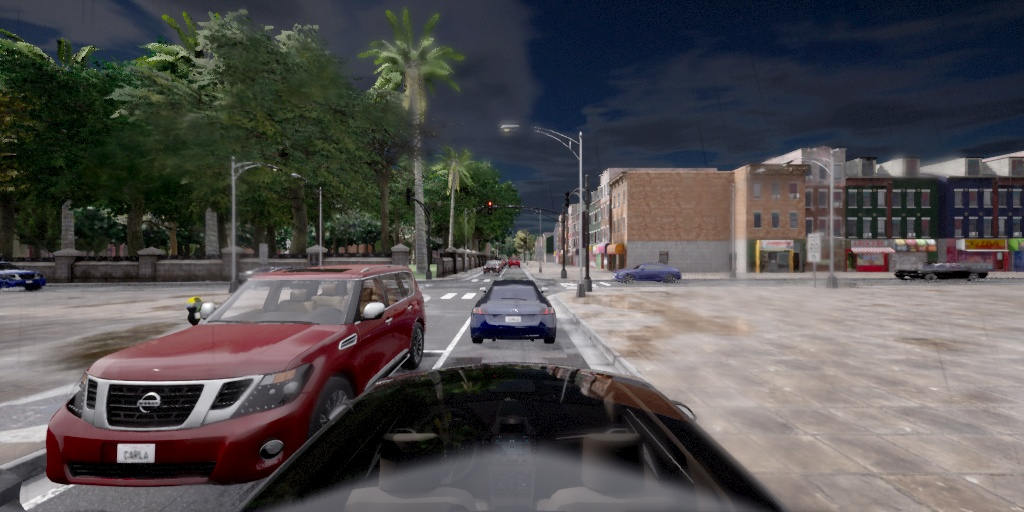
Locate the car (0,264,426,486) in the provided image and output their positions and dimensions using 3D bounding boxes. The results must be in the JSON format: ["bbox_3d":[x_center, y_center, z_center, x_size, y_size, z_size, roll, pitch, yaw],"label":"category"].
[{"bbox_3d":[-2.621,1.065,5.029,2.192,1.841,5.009,0,0,0],"label":"car"}]

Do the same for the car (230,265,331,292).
[{"bbox_3d":[-14.343,1.386,22.480,4.902,1.511,2.128,0,0,-1],"label":"car"}]

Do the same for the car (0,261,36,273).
[{"bbox_3d":[-33.150,1.309,22.587,5.566,2.045,2.150,-1,0,0],"label":"car"}]

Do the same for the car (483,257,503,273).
[{"bbox_3d":[-2.385,1.269,43.175,1.967,1.591,4.097,0,0,0],"label":"car"}]

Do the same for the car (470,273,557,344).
[{"bbox_3d":[0.045,1.316,9.644,1.994,1.385,4.181,0,0,1],"label":"car"}]

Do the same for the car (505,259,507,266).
[{"bbox_3d":[-2.280,1.485,60.240,1.802,1.307,4.207,0,0,0],"label":"car"}]

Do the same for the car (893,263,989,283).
[{"bbox_3d":[30.010,1.169,25.216,4.718,1.301,1.895,0,0,0],"label":"car"}]

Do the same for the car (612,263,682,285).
[{"bbox_3d":[9.499,1.215,25.325,4.674,1.442,1.812,0,0,0],"label":"car"}]

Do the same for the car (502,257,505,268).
[{"bbox_3d":[-2.349,1.291,48.862,1.967,1.591,4.097,0,0,0],"label":"car"}]
